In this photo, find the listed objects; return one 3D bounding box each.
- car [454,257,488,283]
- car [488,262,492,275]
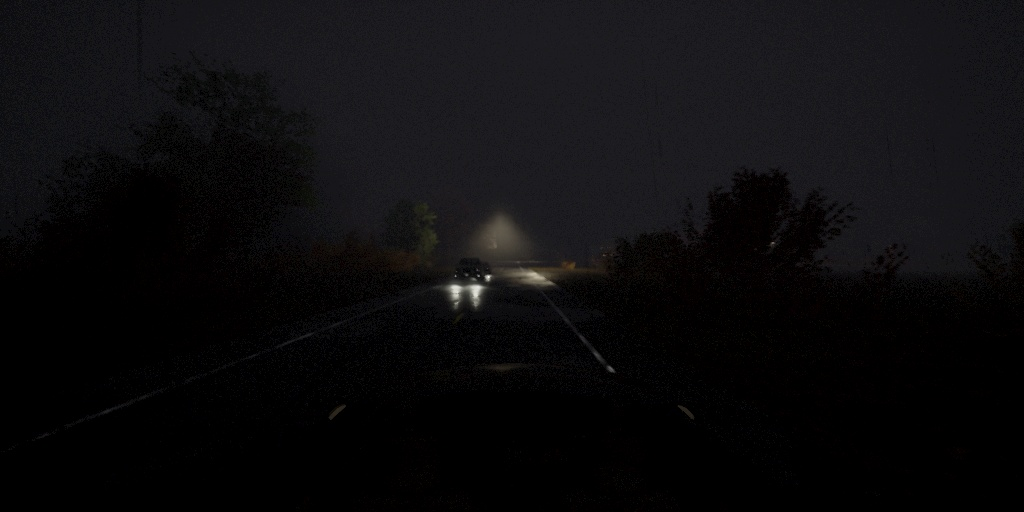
[{"bbox_3d":[-3.507,1.128,30.560,2.150,2.045,5.566,0,0,0],"label":"car"},{"bbox_3d":[-3.510,1.491,44.391,1.882,1.535,5.008,0,0,0],"label":"car"}]
